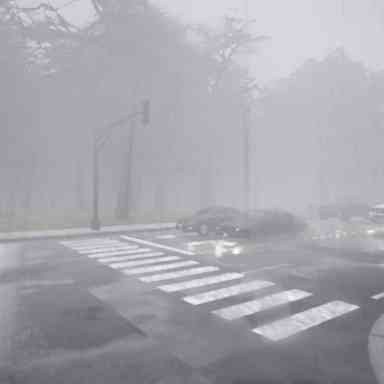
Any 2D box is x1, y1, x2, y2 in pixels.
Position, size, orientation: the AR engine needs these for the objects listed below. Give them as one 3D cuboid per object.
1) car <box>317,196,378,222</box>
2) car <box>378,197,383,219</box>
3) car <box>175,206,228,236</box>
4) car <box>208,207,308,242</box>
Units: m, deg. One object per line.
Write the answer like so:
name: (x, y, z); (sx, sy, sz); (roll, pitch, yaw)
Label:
car: (12.793, 1.329, 27.642); (5.566, 2.045, 2.150); (0, -1, -36)
car: (16.000, 1.297, 25.943); (5.566, 2.045, 2.150); (-1, 0, -36)
car: (1.271, 1.591, 19.347); (4.892, 1.490, 1.837); (0, 0, -37)
car: (3.687, 1.610, 17.071); (5.357, 1.411, 2.033); (0, 0, -36)
